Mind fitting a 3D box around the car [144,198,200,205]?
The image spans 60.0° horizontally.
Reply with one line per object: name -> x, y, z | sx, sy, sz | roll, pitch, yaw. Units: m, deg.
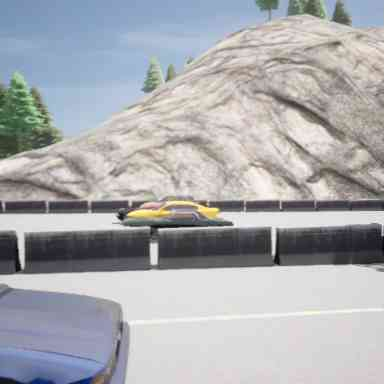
car -> -0.965, 1.244, 18.000 | 5.008, 1.535, 1.882 | 0, 1, -8

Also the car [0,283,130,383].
car -> -3.359, 1.493, 3.333 | 5.357, 1.411, 2.033 | 0, 1, -8

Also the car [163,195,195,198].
car -> -1.617, 1.028, 24.973 | 4.553, 1.767, 2.097 | 0, 1, -8

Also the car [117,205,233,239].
car -> -0.696, 1.412, 14.506 | 4.718, 1.301, 1.895 | 0, 1, -8
